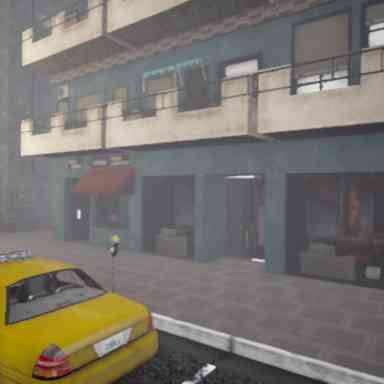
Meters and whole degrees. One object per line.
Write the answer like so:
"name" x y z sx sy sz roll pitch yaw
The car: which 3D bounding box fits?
"car" -2.696 1.519 4.782 4.829 1.417 1.752 0 1 35
